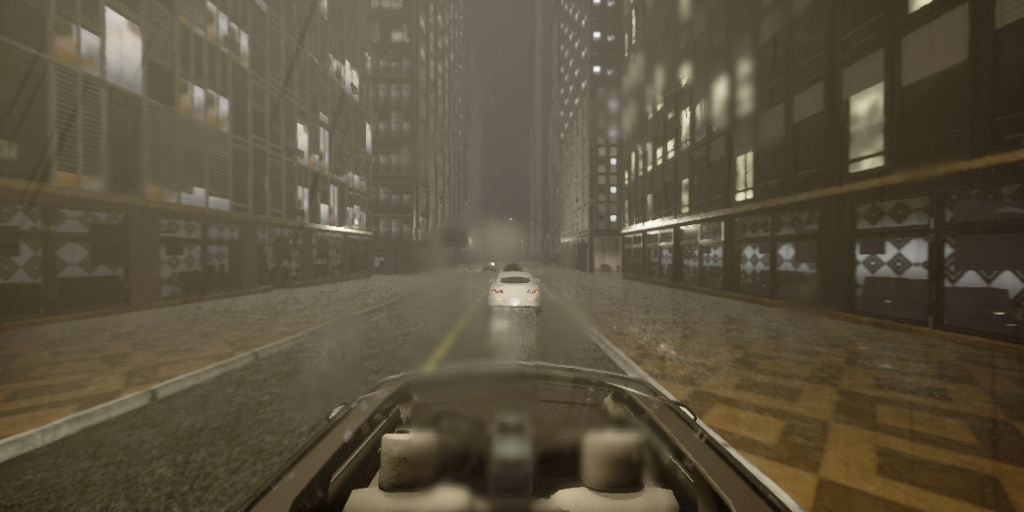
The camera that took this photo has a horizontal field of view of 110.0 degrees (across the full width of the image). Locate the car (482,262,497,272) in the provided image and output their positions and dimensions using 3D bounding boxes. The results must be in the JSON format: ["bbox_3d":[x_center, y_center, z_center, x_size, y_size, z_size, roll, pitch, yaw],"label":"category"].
[{"bbox_3d":[-2.981,1.533,49.486,2.033,1.411,5.357,0,0,0],"label":"car"}]

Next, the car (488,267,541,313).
[{"bbox_3d":[0.106,1.324,14.070,1.812,1.442,4.674,0,0,0],"label":"car"}]

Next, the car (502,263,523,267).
[{"bbox_3d":[0.071,1.401,36.758,1.837,1.490,4.892,0,0,1],"label":"car"}]
